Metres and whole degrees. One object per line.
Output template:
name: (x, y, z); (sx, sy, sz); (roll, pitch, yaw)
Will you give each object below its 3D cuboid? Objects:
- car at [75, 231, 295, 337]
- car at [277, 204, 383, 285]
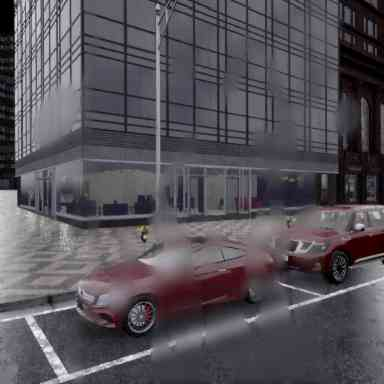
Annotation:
car: (-0.099, 1.582, 6.575); (4.206, 1.307, 1.802); (0, 0, -35)
car: (4.322, 1.315, 9.721); (5.009, 1.841, 2.192); (0, 0, -35)
